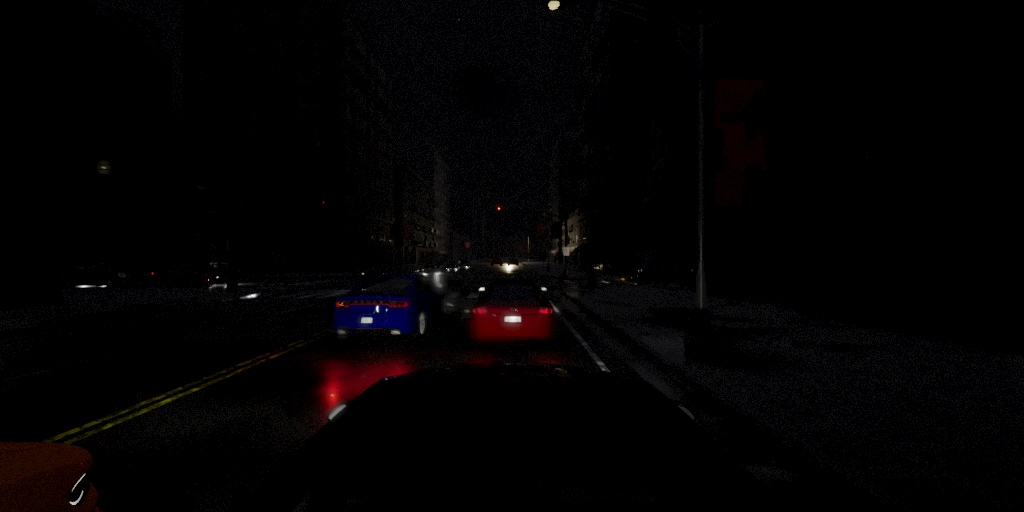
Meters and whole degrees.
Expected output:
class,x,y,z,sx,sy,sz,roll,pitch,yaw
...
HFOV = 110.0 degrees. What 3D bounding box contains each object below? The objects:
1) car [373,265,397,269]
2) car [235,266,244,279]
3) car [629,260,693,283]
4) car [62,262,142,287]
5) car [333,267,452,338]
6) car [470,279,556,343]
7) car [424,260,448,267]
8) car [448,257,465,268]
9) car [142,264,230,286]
class,x,y,z,sx,sy,sz,roll,pitch,yaw
car,-9.769,1.359,27.405,1.895,1.301,4.718,0,0,0
car,-25.283,1.330,30.524,4.313,1.339,1.948,0,0,0
car,11.631,1.140,28.061,4.553,1.767,2.097,0,0,2
car,-25.351,1.172,22.500,4.097,1.591,1.967,0,0,0
car,-3.121,1.228,10.176,1.882,1.535,5.008,0,0,0
car,0.029,1.314,9.648,1.994,1.385,4.181,0,0,0
car,-9.711,1.255,44.934,1.837,1.490,4.892,0,-1,0
car,-9.642,1.291,60.019,2.033,1.411,5.357,0,0,1
car,-22.523,1.307,25.018,4.181,1.385,1.994,0,0,1
